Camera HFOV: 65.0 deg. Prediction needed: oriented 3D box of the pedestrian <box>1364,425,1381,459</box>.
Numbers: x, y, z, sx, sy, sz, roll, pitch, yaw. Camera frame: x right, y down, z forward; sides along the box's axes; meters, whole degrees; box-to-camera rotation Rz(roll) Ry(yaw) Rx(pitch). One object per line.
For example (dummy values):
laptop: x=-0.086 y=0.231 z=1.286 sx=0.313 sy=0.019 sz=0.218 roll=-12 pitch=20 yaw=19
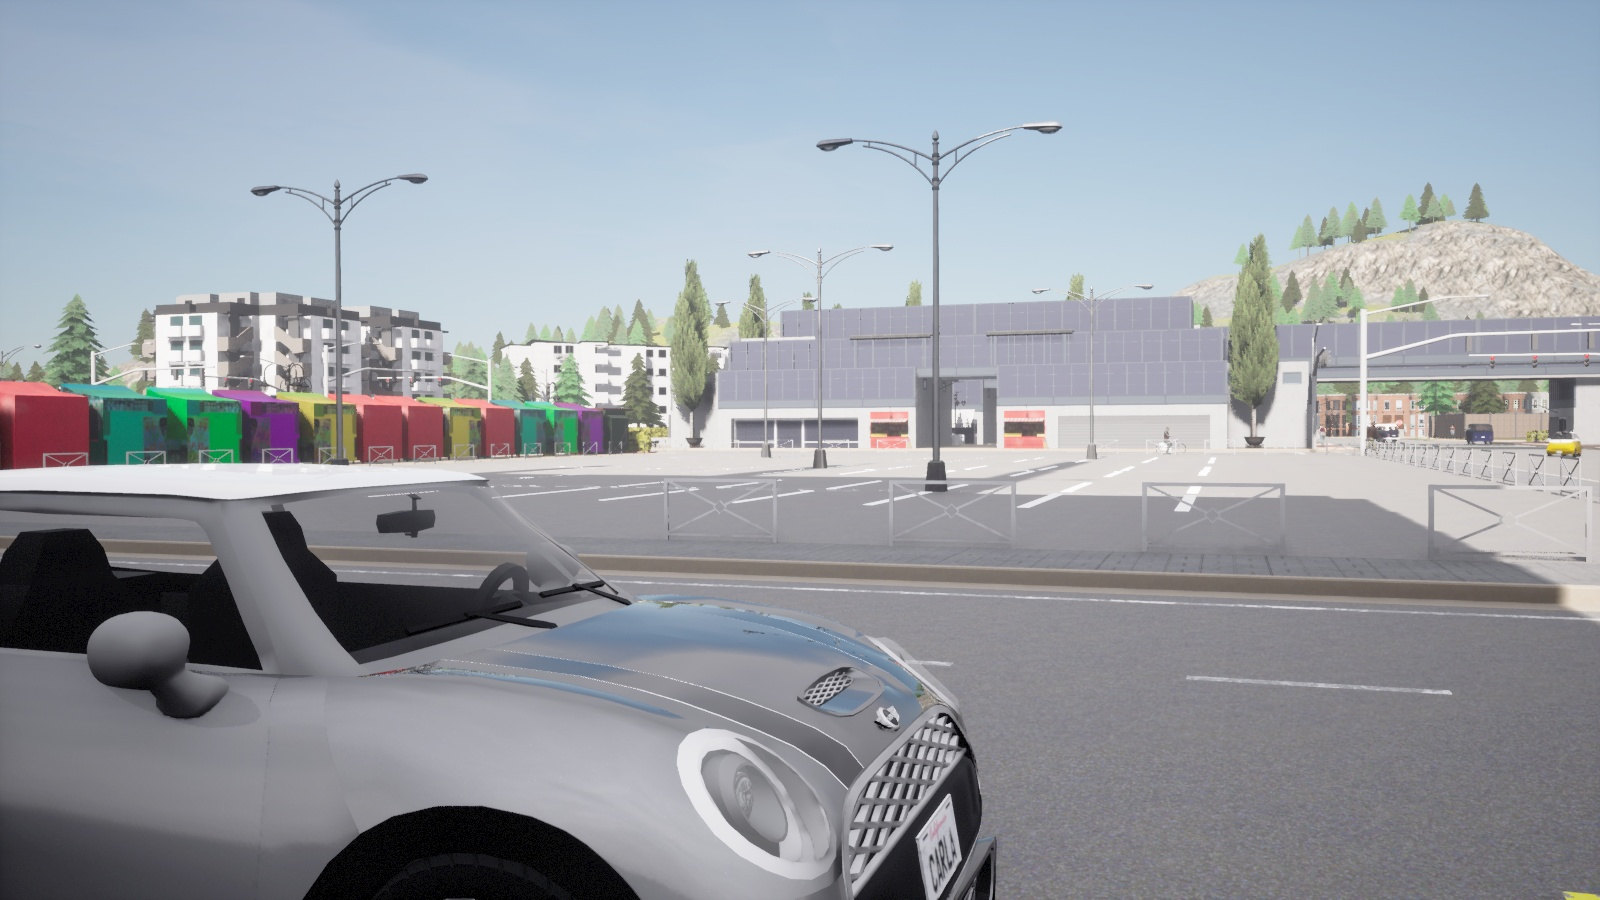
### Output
pedestrian: x=30.684 y=-0.422 z=67.292 sx=0.431 sy=1.840 sz=0.703 roll=0 pitch=1 yaw=-23

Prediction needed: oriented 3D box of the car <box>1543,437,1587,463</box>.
car: x=41.488 y=0.003 z=68.072 sx=2.207 sy=1.376 sz=1.481 roll=0 pitch=1 yaw=-43

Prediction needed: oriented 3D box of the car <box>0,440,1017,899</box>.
car: x=-1.428 y=0.728 z=3.672 sx=3.806 sy=1.475 sz=1.970 roll=1 pitch=1 yaw=18
